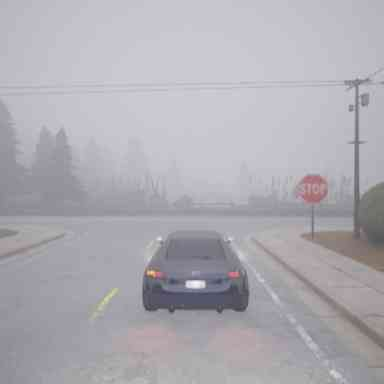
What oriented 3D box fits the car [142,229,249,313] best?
[{"bbox_3d":[0.071,1.536,7.668,1.994,1.385,4.181,0,0,0],"label":"car"}]
